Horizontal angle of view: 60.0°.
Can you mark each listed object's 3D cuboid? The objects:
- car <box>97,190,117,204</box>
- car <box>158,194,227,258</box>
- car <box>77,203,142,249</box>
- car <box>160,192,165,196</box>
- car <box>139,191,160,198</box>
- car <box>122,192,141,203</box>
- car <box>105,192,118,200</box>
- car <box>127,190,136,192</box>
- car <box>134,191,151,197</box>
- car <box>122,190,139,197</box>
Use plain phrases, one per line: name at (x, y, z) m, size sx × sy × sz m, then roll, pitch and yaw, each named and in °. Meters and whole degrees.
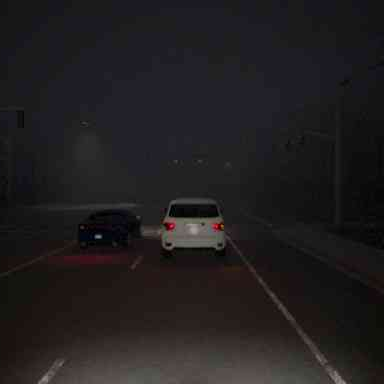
car at (-13.534, 0.773, 53.467) m, size 2.150 × 2.045 × 5.566 m, roll 0°, pitch 1°, yaw -2°
car at (0.070, 1.228, 12.919) m, size 2.150 × 2.045 × 5.566 m, roll 0°, pitch 0°, yaw 0°
car at (-3.423, 1.479, 14.633) m, size 1.882 × 1.535 × 5.008 m, roll 0°, pitch 0°, yaw 0°
car at (-7.816, 0.748, 81.928) m, size 1.895 × 1.301 × 4.718 m, roll -1°, pitch 1°, yaw -32°
car at (-10.450, 0.727, 79.560) m, size 2.033 × 1.411 × 5.357 m, roll -1°, pitch 1°, yaw -32°
car at (-10.073, 1.138, 54.346) m, size 1.895 × 1.301 × 4.718 m, roll 0°, pitch 1°, yaw -2°
car at (-16.864, 0.854, 69.318) m, size 1.812 × 1.442 × 4.674 m, roll 0°, pitch 1°, yaw -23°
car at (-13.352, 0.859, 70.041) m, size 2.033 × 1.411 × 5.357 m, roll 0°, pitch 1°, yaw -23°
car at (-13.258, 0.429, 89.050) m, size 2.128 × 1.511 × 4.902 m, roll -1°, pitch 1°, yaw -45°
car at (-16.148, 0.328, 87.013) m, size 2.097 × 1.767 × 4.553 m, roll -1°, pitch 1°, yaw -45°
